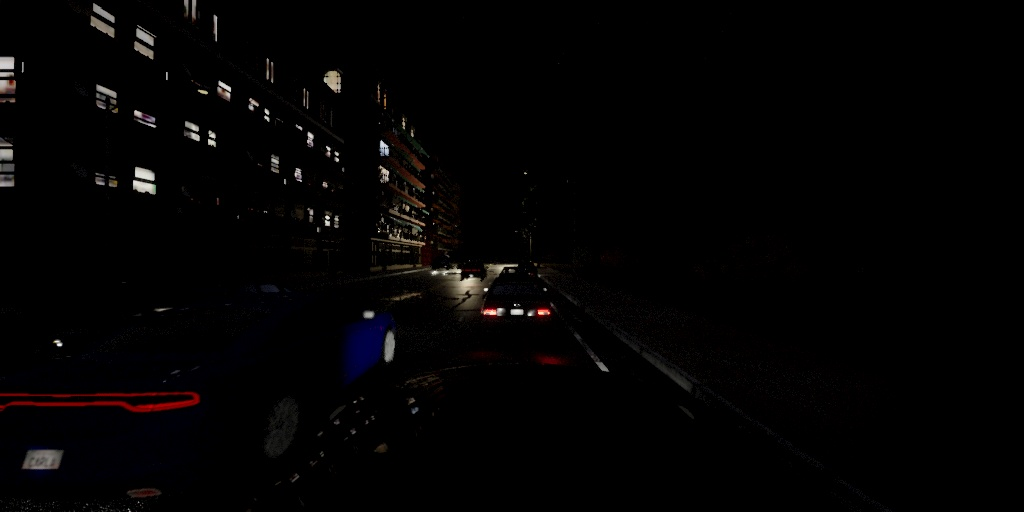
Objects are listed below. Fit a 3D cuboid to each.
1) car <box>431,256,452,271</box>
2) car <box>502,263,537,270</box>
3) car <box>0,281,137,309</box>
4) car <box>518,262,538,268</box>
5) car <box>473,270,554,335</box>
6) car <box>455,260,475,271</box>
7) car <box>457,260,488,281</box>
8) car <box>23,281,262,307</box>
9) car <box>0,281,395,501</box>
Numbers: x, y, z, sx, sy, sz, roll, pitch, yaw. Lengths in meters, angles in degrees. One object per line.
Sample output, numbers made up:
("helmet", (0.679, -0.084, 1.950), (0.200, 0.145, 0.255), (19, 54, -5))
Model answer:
("car", (-9.818, 0.975, 50.686), (2.150, 2.045, 5.566), (0, 0, 0))
("car", (0.110, 1.301, 20.867), (2.033, 1.411, 5.357), (0, 0, 0))
("car", (-9.847, 1.298, 8.249), (2.033, 1.411, 5.357), (0, 0, 0))
("car", (1.154, 1.259, 30.634), (1.837, 1.490, 4.892), (0, 0, 0))
("car", (0.107, 1.299, 10.505), (2.033, 1.411, 5.357), (0, 0, 0))
("car", (-6.570, 1.301, 50.611), (2.033, 1.411, 5.357), (0, 0, 0))
("car", (-3.134, 1.259, 29.982), (1.837, 1.490, 4.892), (0, 0, 0))
("car", (-6.597, 1.298, 8.289), (2.033, 1.411, 5.357), (0, 0, 0))
("car", (-3.150, 1.228, 4.886), (1.882, 1.535, 5.008), (0, 0, 0))
